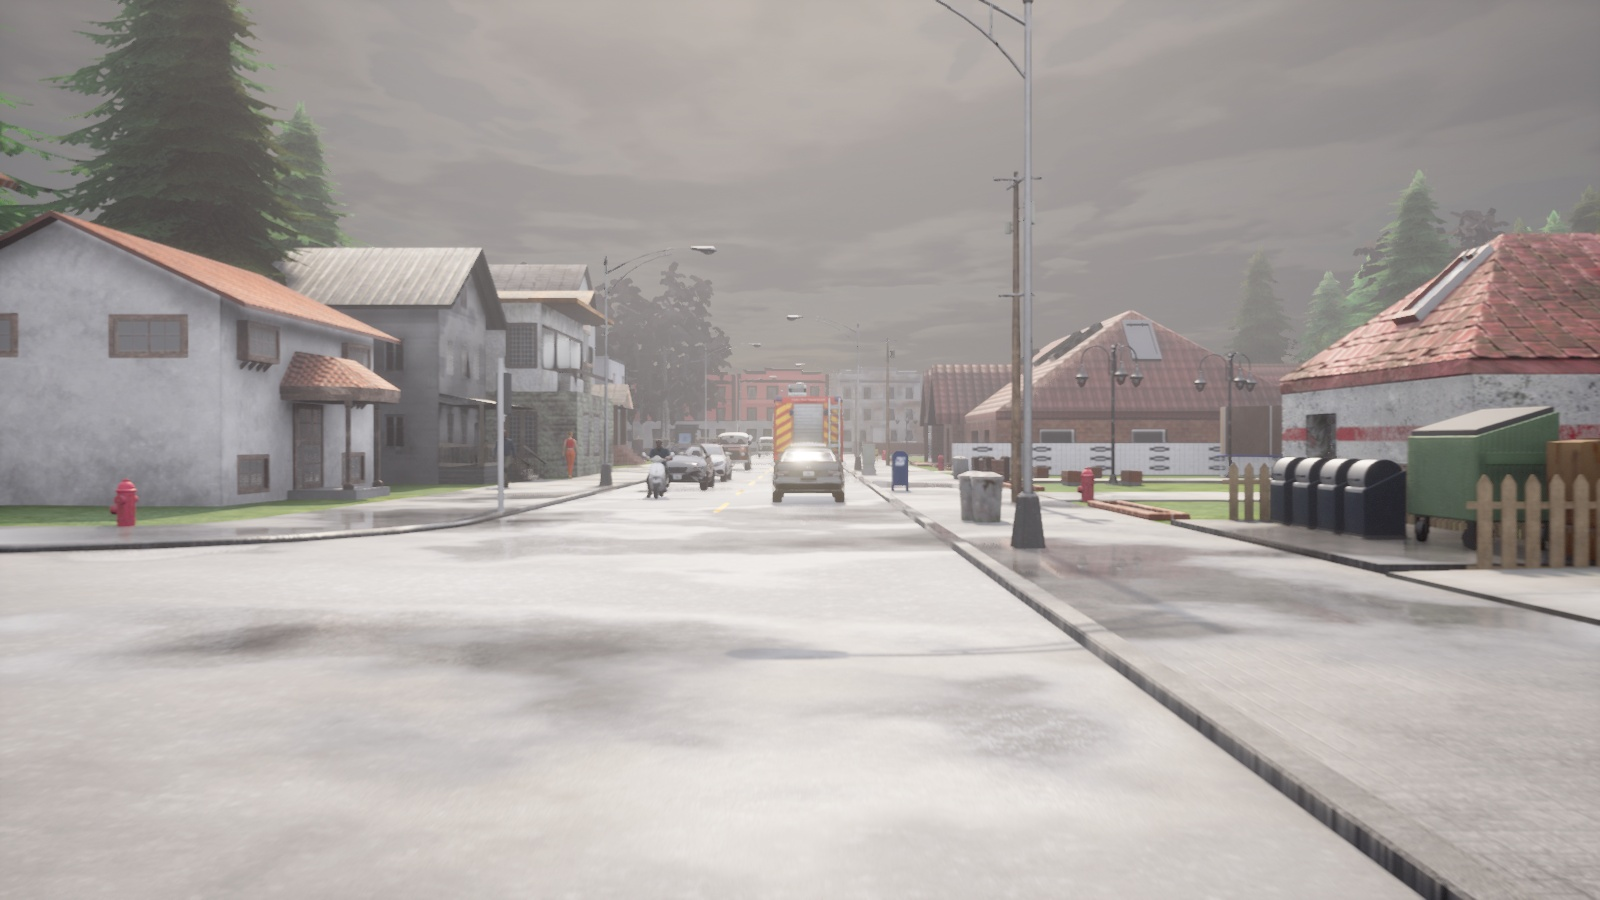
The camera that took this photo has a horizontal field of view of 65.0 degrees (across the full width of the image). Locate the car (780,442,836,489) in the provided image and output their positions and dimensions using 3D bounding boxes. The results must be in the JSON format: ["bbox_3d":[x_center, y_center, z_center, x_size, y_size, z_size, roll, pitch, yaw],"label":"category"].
[{"bbox_3d":[0.279,0.491,43.254,1.837,1.490,4.892,0,1,0],"label":"car"}]

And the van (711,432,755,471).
[{"bbox_3d":[-3.573,0.058,67.428,2.069,2.038,4.480,0,0,0],"label":"van"}]

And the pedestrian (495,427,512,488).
[{"bbox_3d":[-8.975,0.218,38.025,0.370,1.835,0.726,0,0,0],"label":"pedestrian"}]

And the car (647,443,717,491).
[{"bbox_3d":[-3.739,0.513,40.334,1.816,1.474,4.193,0,0,0],"label":"car"}]

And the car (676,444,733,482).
[{"bbox_3d":[-3.687,0.472,49.086,1.812,1.442,4.674,0,0,1],"label":"car"}]

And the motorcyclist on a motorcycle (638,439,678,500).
[{"bbox_3d":[-3.787,0.493,33.623,0.866,1.590,1.817,0,0,0],"label":"motorcyclist on a motorcycle"}]

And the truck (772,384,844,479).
[{"bbox_3d":[0.351,-0.753,54.841,2.891,3.827,8.468,0,0,0],"label":"truck"}]

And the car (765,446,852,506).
[{"bbox_3d":[0.212,0.598,32.320,2.033,1.411,5.357,0,0,0],"label":"car"}]

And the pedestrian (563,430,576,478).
[{"bbox_3d":[-8.869,0.156,48.344,0.345,1.836,0.594,0,0,5],"label":"pedestrian"}]
